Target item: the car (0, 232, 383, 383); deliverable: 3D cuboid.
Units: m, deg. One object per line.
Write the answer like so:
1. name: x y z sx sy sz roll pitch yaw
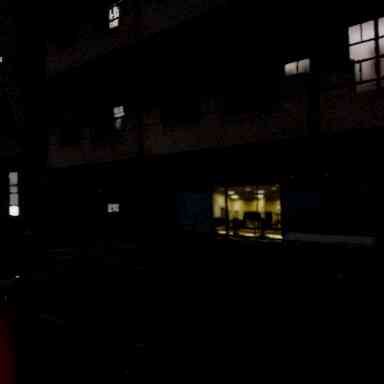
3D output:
1. car: -0.538 1.344 3.280 5.009 1.841 2.192 -1 -2 35
